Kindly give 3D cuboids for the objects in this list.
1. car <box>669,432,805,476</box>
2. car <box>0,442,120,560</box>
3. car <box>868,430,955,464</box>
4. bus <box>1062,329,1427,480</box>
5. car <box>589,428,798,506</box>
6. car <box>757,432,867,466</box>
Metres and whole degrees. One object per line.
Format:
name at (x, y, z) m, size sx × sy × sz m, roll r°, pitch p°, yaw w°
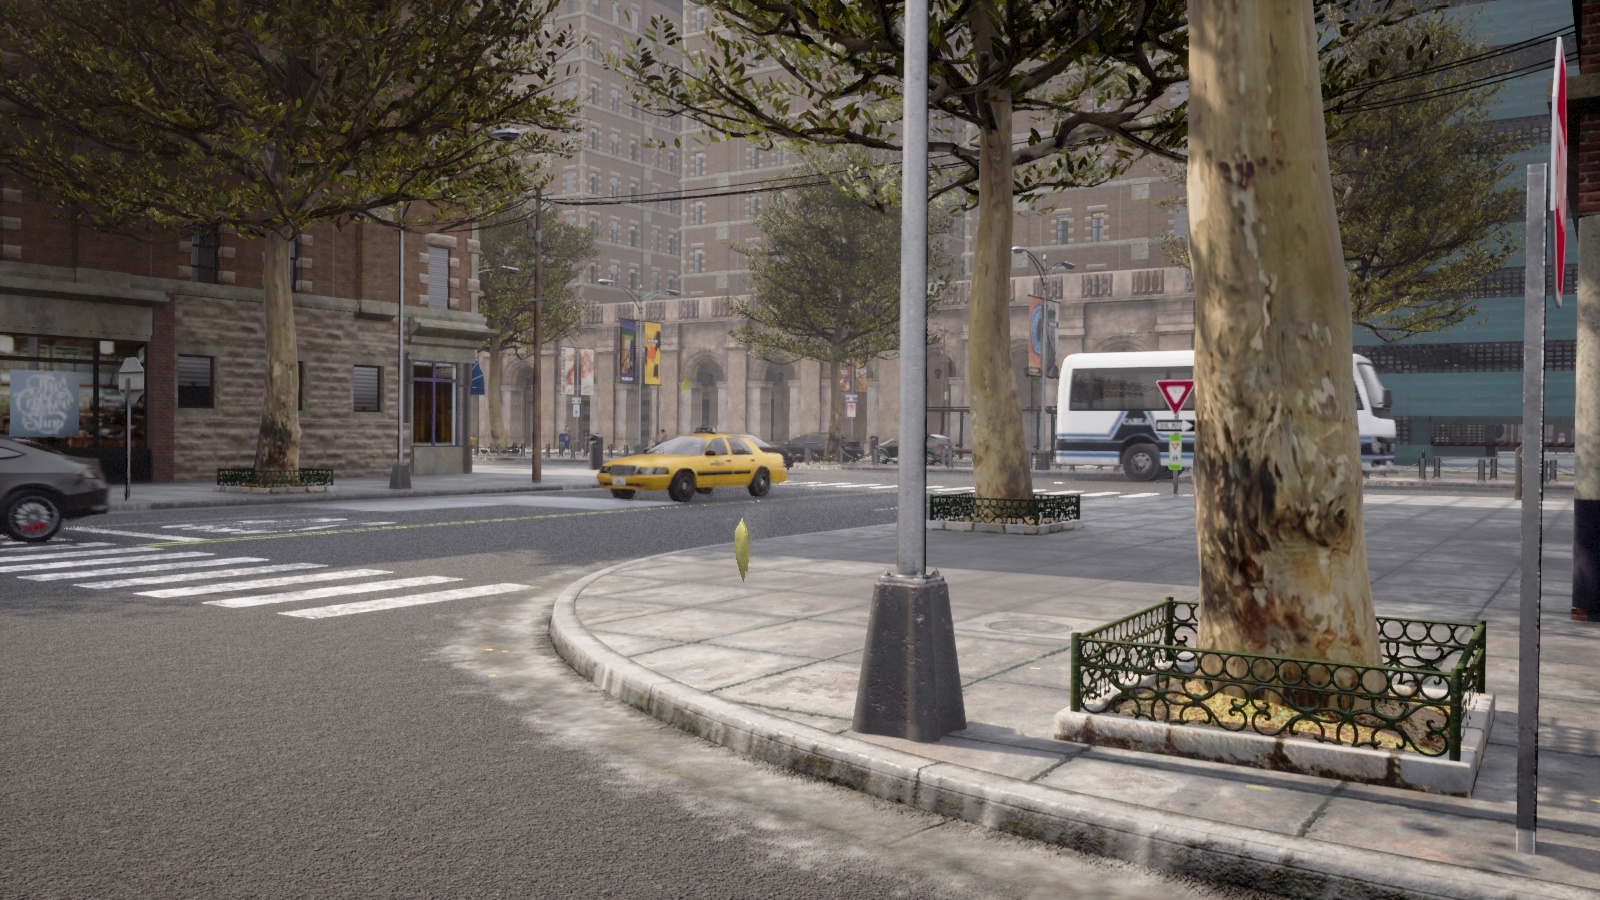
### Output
car at (-2.345, 0.125, 45.930) m, size 4.792 × 1.488 × 2.163 m, roll 0°, pitch 1°, yaw 41°
car at (-11.196, 0.648, 15.425) m, size 4.674 × 1.442 × 1.812 m, roll -1°, pitch 1°, yaw -44°
car at (5.253, -0.148, 59.345) m, size 3.705 × 1.549 × 1.789 m, roll 0°, pitch 1°, yaw 33°
bus at (13.940, -1.315, 39.849) m, size 10.273 × 4.253 × 3.944 m, roll 0°, pitch 1°, yaw 33°
car at (-2.235, 0.307, 28.083) m, size 1.801 × 1.575 × 5.366 m, roll 0°, pitch 1°, yaw 32°
car at (0.530, -0.064, 58.262) m, size 4.892 × 1.490 × 1.837 m, roll 0°, pitch 1°, yaw 33°
